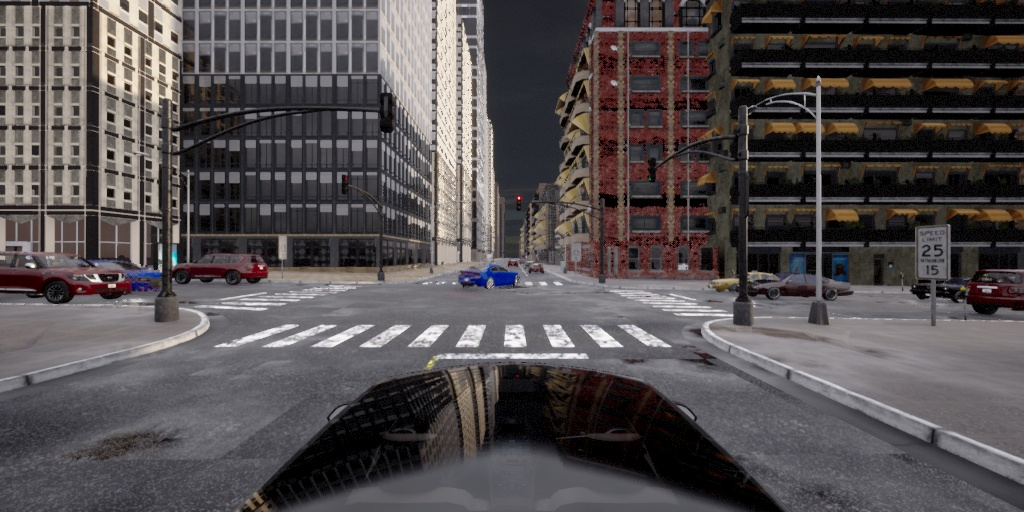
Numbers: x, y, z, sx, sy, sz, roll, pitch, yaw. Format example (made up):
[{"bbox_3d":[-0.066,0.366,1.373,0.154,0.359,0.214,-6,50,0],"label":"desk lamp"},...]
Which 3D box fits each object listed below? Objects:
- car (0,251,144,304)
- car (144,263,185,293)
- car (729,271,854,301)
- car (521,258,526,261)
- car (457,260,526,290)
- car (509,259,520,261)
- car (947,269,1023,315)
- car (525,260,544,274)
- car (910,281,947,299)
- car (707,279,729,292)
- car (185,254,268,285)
[{"bbox_3d":[-17.562,0.757,13.446,5.009,1.841,2.192,0,0,0],"label":"car"},{"bbox_3d":[-18.149,0.915,16.033,5.008,1.535,1.882,1,0,-1],"label":"car"},{"bbox_3d":[15.253,1.609,19.485,5.357,1.411,2.033,1,0,0],"label":"car"},{"bbox_3d":[2.749,1.315,54.700,2.007,1.370,4.403,0,0,0],"label":"car"},{"bbox_3d":[-1.336,1.241,22.726,1.882,1.535,5.008,2,1,32],"label":"car"},{"bbox_3d":[0.169,1.248,65.077,1.882,1.535,5.008,0,0,0],"label":"car"},{"bbox_3d":[20.612,1.460,13.769,5.009,1.841,2.192,0,0,0],"label":"car"},{"bbox_3d":[2.785,1.339,41.783,1.802,1.307,4.207,0,0,0],"label":"car"},{"bbox_3d":[24.883,1.838,19.560,4.718,1.301,1.895,1,0,-1],"label":"car"},{"bbox_3d":[14.653,1.586,22.072,4.829,1.417,1.751,0,0,0],"label":"car"},{"bbox_3d":[-17.688,0.775,21.826,5.009,1.841,2.192,0,0,0],"label":"car"}]
